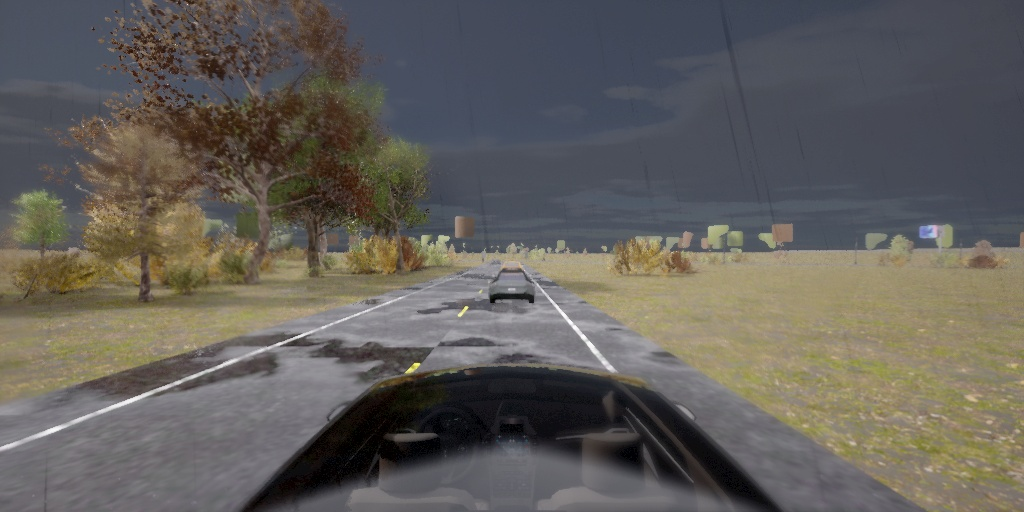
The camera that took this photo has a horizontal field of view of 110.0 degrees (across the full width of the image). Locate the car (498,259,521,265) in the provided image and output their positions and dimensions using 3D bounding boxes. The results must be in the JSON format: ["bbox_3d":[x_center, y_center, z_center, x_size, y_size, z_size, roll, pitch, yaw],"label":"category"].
[{"bbox_3d":[0.000,1.220,31.502,1.882,1.535,5.008,0,0,0],"label":"car"}]

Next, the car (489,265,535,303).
[{"bbox_3d":[0.000,1.315,16.501,1.994,1.385,4.181,0,0,0],"label":"car"}]
